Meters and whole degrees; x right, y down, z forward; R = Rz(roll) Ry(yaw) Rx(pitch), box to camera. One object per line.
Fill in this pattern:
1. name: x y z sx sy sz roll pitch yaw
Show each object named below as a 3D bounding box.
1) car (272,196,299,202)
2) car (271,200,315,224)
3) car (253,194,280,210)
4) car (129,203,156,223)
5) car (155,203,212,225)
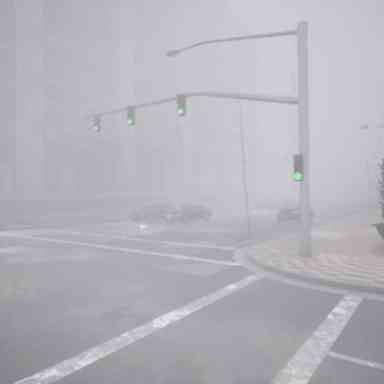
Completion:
1. car: 13.045 1.677 44.850 2.128 1.511 4.902 -1 -1 36
2. car: 8.142 1.632 26.059 1.812 1.442 4.674 -1 -1 36
3. car: 10.381 1.581 47.137 2.097 1.767 4.553 -1 0 36
4. car: -3.200 1.741 28.477 1.837 1.490 4.892 -1 0 36
5. car: -0.275 1.683 26.550 2.128 1.511 4.902 -1 0 36
